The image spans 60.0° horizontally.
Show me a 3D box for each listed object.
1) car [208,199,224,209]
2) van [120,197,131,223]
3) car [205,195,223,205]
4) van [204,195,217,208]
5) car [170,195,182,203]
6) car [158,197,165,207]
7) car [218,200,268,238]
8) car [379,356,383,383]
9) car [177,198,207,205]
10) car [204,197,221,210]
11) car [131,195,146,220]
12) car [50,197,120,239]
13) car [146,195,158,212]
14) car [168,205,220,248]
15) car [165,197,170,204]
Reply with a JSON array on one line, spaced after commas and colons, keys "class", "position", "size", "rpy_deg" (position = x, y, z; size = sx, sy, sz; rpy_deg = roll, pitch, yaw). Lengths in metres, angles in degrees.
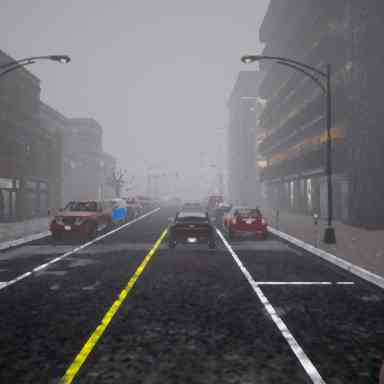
[{"class": "car", "position": [2.704, 1.557, 28.526], "size": [2.008, 1.369, 4.403], "rpy_deg": [1, 0, 0]}, {"class": "van", "position": [-5.672, 1.346, 23.126], "size": [1.690, 1.788, 3.998], "rpy_deg": [1, 0, 0]}, {"class": "car", "position": [2.708, 1.323, 39.341], "size": [2.192, 1.841, 5.009], "rpy_deg": [1, 0, 0]}, {"class": "van", "position": [2.708, 1.351, 50.155], "size": [1.690, 1.788, 3.998], "rpy_deg": [1, 0, 0]}, {"class": "car", "position": [-3.000, 1.574, 68.661], "size": [1.837, 1.490, 4.892], "rpy_deg": [0, 0, 0]}, {"class": "car", "position": [-5.674, 1.450, 50.163], "size": [1.967, 1.590, 4.097], "rpy_deg": [1, 0, 0]}, {"class": "car", "position": [2.706, 1.444, 17.712], "size": [1.967, 1.590, 4.097], "rpy_deg": [1, 0, 0]}, {"class": "car", "position": [2.706, 1.438, 1.490], "size": [1.967, 1.590, 4.097], "rpy_deg": [1, 0, 0]}, {"class": "car", "position": [0.000, 1.571, 29.655], "size": [2.033, 1.411, 5.357], "rpy_deg": [0, 0, 0]}, {"class": "car", "position": [2.706, 1.449, 44.748], "size": [1.967, 1.590, 4.097], "rpy_deg": [1, 0, 0]}, {"class": "car", "position": [-5.671, 1.321, 28.533], "size": [2.192, 1.841, 5.009], "rpy_deg": [1, 0, 0]}, {"class": "car", "position": [-5.671, 1.319, 17.719], "size": [2.192, 1.841, 5.009], "rpy_deg": [1, 0, 0]}, {"class": "car", "position": [-5.672, 1.323, 39.348], "size": [2.192, 1.841, 5.009], "rpy_deg": [1, 0, 0]}, {"class": "car", "position": [0.000, 1.520, 14.652], "size": [1.837, 1.490, 4.892], "rpy_deg": [0, 0, 0]}, {"class": "car", "position": [-5.677, 1.563, 60.976], "size": [2.008, 1.369, 4.403], "rpy_deg": [1, 0, 0]}]
